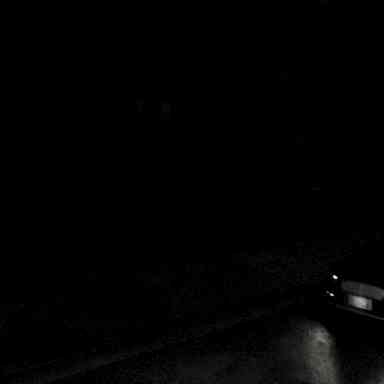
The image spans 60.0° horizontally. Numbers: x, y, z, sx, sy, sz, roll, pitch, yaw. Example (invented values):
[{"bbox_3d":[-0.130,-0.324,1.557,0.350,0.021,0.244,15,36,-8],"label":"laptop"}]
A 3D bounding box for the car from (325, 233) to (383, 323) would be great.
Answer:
[{"bbox_3d":[4.665,1.493,6.711,4.902,1.511,2.128,0,0,-36],"label":"car"}]
